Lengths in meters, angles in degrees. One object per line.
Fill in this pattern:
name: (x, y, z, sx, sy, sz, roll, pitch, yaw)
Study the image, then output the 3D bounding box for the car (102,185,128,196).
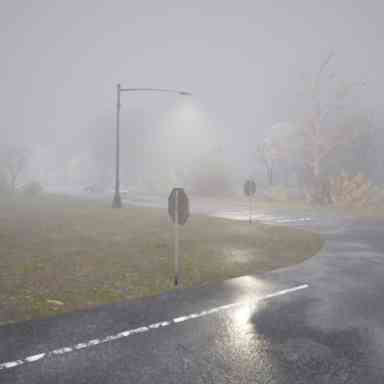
car: (-11.811, -0.119, 51.733, 1.895, 1.301, 4.718, 0, 2, -36)

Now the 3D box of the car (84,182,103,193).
car: (-17.621, -0.820, 59.862, 2.150, 2.045, 5.566, 0, 2, -36)
